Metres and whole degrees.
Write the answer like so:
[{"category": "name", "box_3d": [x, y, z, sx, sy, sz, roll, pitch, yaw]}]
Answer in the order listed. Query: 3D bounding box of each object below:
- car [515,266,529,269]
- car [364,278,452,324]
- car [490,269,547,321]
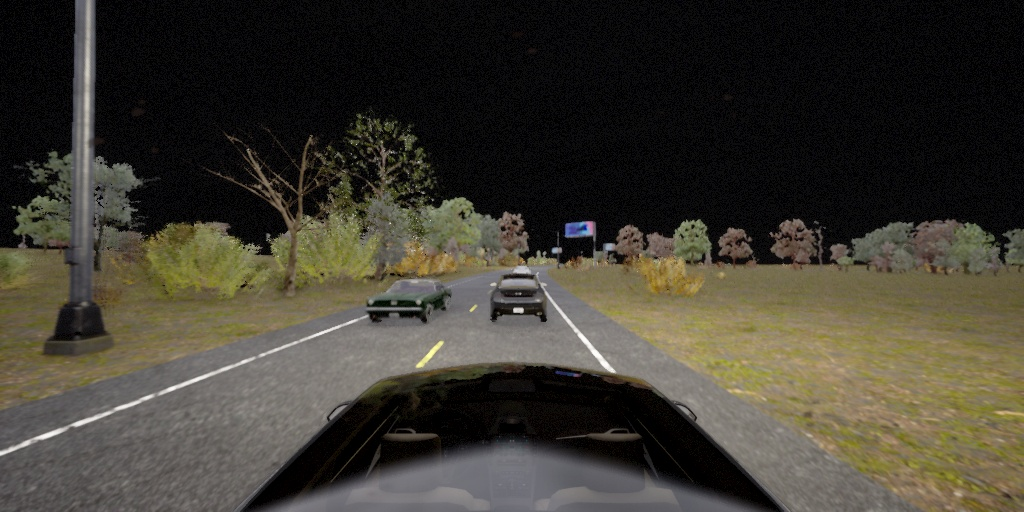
[{"category": "car", "box_3d": [0.974, 1.713, 34.653, 1.812, 1.442, 4.674, 0, -1, 3]}, {"category": "car", "box_3d": [-3.472, 1.495, 12.873, 1.895, 1.301, 4.718, 0, -1, 1]}, {"category": "car", "box_3d": [0.242, 1.406, 13.265, 1.837, 1.490, 4.892, 0, 0, 1]}]
